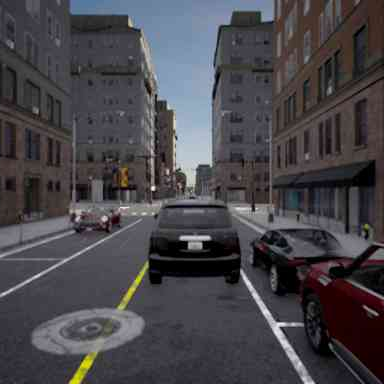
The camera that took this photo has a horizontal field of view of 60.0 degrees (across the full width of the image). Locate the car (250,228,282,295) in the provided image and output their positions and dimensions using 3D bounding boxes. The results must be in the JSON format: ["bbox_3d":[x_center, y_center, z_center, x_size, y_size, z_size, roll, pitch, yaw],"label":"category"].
[{"bbox_3d":[2.641,1.559,8.501,1.947,1.339,4.313,0,0,0],"label":"car"}]

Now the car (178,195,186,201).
[{"bbox_3d":[-2.645,1.644,90.837,1.994,1.385,4.181,0,0,0],"label":"car"}]

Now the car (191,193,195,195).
[{"bbox_3d":[0.114,1.590,92.712,1.837,1.490,4.892,0,0,1],"label":"car"}]

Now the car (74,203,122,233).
[{"bbox_3d":[-5.379,1.429,19.415,1.967,1.590,4.097,0,0,0],"label":"car"}]

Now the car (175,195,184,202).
[{"bbox_3d":[-2.703,1.553,75.271,1.837,1.490,4.892,0,0,0],"label":"car"}]

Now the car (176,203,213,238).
[{"bbox_3d":[0.109,1.496,18.924,1.837,1.490,4.892,0,0,0],"label":"car"}]

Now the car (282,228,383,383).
[{"bbox_3d":[2.637,1.312,3.047,2.192,1.841,5.009,0,0,0],"label":"car"}]

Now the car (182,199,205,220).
[{"bbox_3d":[0.032,1.469,29.486,1.882,1.535,5.008,0,0,-2],"label":"car"}]

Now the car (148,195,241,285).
[{"bbox_3d":[0.035,1.213,9.627,2.150,2.045,5.566,0,0,-1],"label":"car"}]
